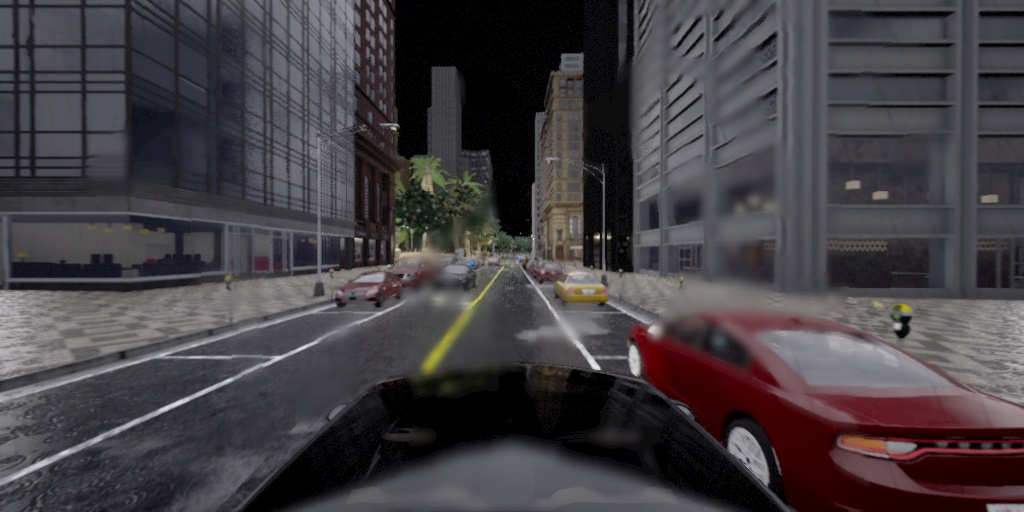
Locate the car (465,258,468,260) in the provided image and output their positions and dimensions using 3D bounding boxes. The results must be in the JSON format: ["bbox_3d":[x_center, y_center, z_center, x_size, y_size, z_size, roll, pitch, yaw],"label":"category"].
[{"bbox_3d":[-5.768,1.205,36.783,1.888,1.381,4.507,0,0,0],"label":"car"}]

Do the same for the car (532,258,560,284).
[{"bbox_3d":[2.759,1.125,25.922,1.967,1.591,4.097,0,0,0],"label":"car"}]

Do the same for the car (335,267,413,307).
[{"bbox_3d":[-5.765,1.294,15.080,1.802,1.307,4.207,0,0,0],"label":"car"}]

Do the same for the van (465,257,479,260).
[{"bbox_3d":[-5.769,0.977,47.635,1.690,1.789,3.998,0,0,0],"label":"van"}]

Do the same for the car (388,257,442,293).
[{"bbox_3d":[-5.765,1.013,20.506,2.192,1.841,5.009,0,0,0],"label":"car"}]

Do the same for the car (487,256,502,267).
[{"bbox_3d":[-3.045,1.131,60.740,1.812,1.442,4.674,0,0,1],"label":"car"}]

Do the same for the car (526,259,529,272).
[{"bbox_3d":[2.757,1.206,36.772,1.888,1.381,4.507,0,0,0],"label":"car"}]

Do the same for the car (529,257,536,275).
[{"bbox_3d":[2.758,1.113,31.347,1.967,1.591,4.097,0,0,0],"label":"car"}]

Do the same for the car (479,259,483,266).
[{"bbox_3d":[-5.770,1.063,53.062,1.967,1.591,4.097,0,0,0],"label":"car"}]

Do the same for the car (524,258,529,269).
[{"bbox_3d":[2.757,1.199,42.196,2.007,1.370,4.403,0,0,0],"label":"car"}]

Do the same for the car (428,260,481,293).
[{"bbox_3d":[-3.101,1.177,20.309,1.882,1.535,5.008,0,0,0],"label":"car"}]

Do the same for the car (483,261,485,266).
[{"bbox_3d":[-5.771,1.179,63.914,1.802,1.307,4.207,0,0,0],"label":"car"}]

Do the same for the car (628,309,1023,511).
[{"bbox_3d":[2.762,1.288,4.222,1.888,1.381,4.507,0,0,0],"label":"car"}]

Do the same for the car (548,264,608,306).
[{"bbox_3d":[2.760,1.238,15.242,1.751,1.417,4.829,0,0,0],"label":"car"}]

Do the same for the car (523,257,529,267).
[{"bbox_3d":[2.756,1.162,47.792,1.751,1.417,4.829,0,0,0],"label":"car"}]

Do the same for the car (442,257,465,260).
[{"bbox_3d":[-5.767,0.987,31.357,2.192,1.841,5.009,0,0,0],"label":"car"}]

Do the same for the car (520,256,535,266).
[{"bbox_3d":[2.756,0.939,53.047,2.192,1.841,5.009,0,0,0],"label":"car"}]
